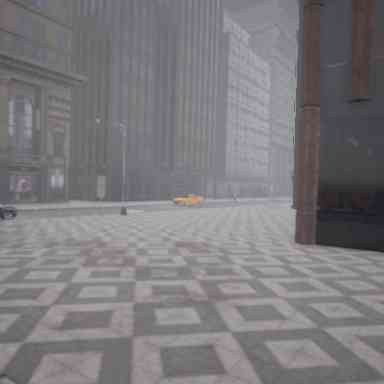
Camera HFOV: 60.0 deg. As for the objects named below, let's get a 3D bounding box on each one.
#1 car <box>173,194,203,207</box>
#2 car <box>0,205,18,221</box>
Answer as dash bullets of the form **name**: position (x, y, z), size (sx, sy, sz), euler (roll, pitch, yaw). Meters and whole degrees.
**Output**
- **car**: position (-0.498, 1.036, 43.306), size (1.882, 1.535, 5.008), euler (2, 1, 36)
- **car**: position (-13.215, 1.095, 20.397), size (1.812, 1.442, 4.674), euler (2, 1, 36)
